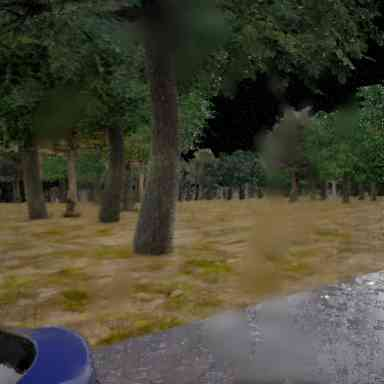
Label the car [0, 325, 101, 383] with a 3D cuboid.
[{"bbox_3d":[-2.680,1.527,1.419,4.674,1.442,1.812,0,0,-36],"label":"car"}]
